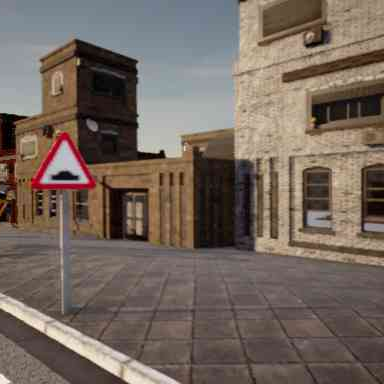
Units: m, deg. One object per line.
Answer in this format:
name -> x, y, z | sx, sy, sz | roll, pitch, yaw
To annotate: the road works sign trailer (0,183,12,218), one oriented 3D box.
road works sign trailer -> -8.294, 0.595, 12.762 | 2.880, 2.380, 3.560 | 27, -6, -11
